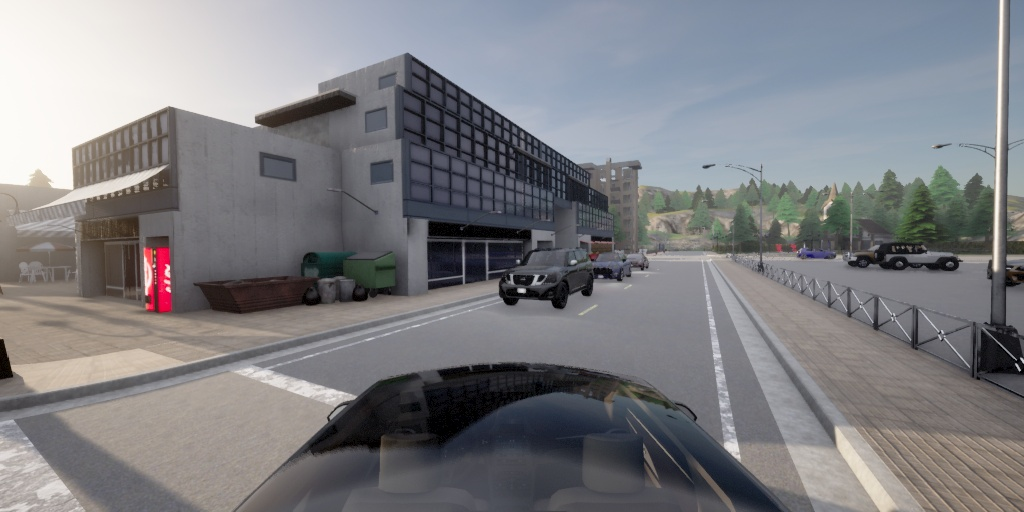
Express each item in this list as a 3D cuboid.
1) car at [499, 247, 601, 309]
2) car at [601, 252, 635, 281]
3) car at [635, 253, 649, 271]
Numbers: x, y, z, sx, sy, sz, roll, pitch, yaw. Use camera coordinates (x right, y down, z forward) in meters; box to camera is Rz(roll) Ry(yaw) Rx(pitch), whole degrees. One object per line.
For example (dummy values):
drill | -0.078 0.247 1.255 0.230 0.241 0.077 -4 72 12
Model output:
car | 1.589 0.690 13.947 2.150 2.045 5.566 0 1 28
car | 6.160 0.555 22.656 2.097 1.767 4.553 0 2 28
car | 10.920 0.454 31.714 1.812 1.442 4.674 0 2 28
